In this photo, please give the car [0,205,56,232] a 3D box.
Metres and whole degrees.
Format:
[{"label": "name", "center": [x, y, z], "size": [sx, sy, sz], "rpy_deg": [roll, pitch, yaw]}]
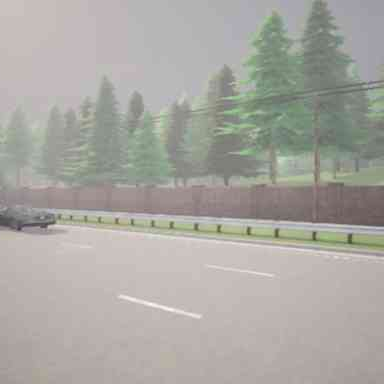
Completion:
[{"label": "car", "center": [-10.255, 1.462, 19.650], "size": [5.357, 1.411, 2.033], "rpy_deg": [0, 0, 35]}]
